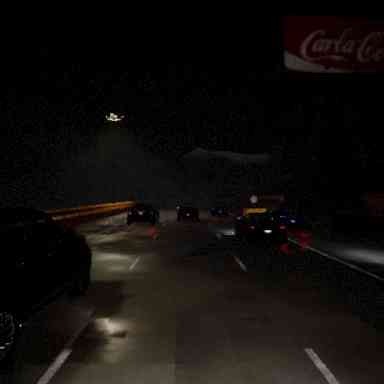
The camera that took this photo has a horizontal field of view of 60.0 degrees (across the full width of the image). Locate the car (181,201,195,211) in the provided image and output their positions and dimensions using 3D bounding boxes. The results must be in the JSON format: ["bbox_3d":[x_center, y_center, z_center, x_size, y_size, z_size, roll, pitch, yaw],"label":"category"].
[{"bbox_3d":[-0.698,2.109,51.429,2.033,1.411,5.357,0,-1,-1],"label":"car"}]

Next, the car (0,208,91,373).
[{"bbox_3d":[-3.465,1.279,5.688,2.150,2.045,5.566,0,0,-1],"label":"car"}]

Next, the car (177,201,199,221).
[{"bbox_3d":[-0.360,1.815,30.820,1.882,1.535,5.008,0,-1,-1],"label":"car"}]

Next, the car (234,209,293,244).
[{"bbox_3d":[3.363,1.757,16.870,1.994,1.385,4.181,0,-1,-1],"label":"car"}]

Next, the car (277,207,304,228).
[{"bbox_3d":[6.947,1.808,24.449,1.812,1.442,4.674,0,-1,5],"label":"car"}]

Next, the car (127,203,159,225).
[{"bbox_3d":[-3.793,1.635,26.537,2.097,1.767,4.553,0,-1,-1],"label":"car"}]

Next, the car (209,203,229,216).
[{"bbox_3d":[3.026,1.948,38.012,1.812,1.442,4.674,0,-1,-1],"label":"car"}]
